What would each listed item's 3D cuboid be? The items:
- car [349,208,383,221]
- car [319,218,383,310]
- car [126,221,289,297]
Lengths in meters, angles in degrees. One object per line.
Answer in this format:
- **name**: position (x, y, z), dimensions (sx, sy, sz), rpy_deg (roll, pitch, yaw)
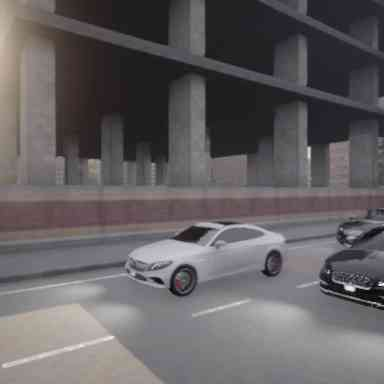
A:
- **car**: position (8.041, 1.455, 13.992), dimensions (4.902, 1.511, 2.128), rpy_deg (0, 0, -35)
- **car**: position (4.834, 1.485, 7.422), dimensions (4.892, 1.490, 1.837), rpy_deg (0, 0, -35)
- **car**: position (0.596, 1.511, 8.705), dimensions (4.674, 1.442, 1.812), rpy_deg (0, 0, -35)
